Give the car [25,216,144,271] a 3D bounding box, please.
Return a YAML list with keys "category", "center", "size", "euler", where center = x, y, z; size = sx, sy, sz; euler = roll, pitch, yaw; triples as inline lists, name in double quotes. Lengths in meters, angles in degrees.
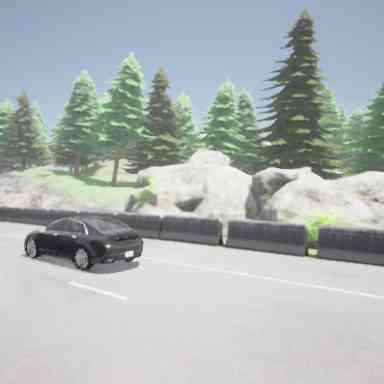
- category: "car"
  center: [-3.771, 1.561, 11.210]
  size: [4.892, 1.490, 1.837]
  euler: [0, 0, 37]
